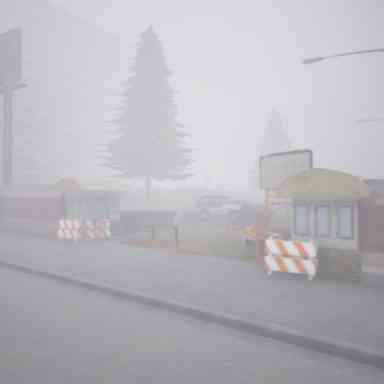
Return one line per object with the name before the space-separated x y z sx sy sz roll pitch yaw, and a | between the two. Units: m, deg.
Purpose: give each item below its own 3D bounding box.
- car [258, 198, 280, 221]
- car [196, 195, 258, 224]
car | 4.050 1.326 24.788 4.193 1.474 1.816 0 0 35
car | 2.114 1.136 22.727 3.866 1.878 1.905 0 0 35
